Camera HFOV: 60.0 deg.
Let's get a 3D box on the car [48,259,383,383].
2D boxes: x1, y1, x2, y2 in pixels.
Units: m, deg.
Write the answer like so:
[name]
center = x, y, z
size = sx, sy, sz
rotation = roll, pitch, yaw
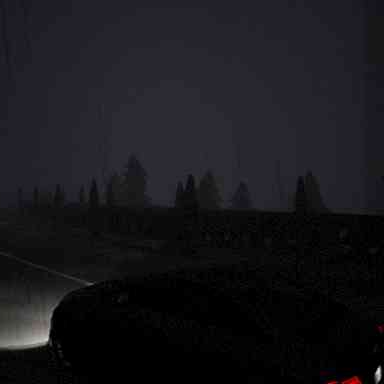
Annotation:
[car]
center = 0.052, 1.579, 4.168
size = 4.181, 1.385, 1.994
rotation = 0, 0, 37
